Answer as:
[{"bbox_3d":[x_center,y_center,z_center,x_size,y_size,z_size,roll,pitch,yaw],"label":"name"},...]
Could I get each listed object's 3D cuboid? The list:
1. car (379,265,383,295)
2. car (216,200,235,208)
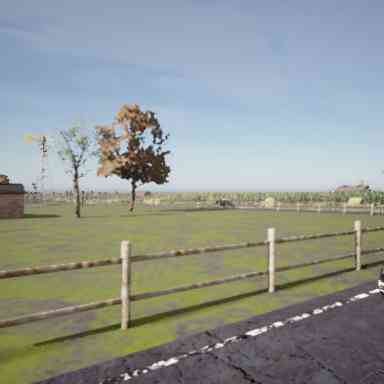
[{"bbox_3d":[6.041,1.547,7.376,4.892,1.490,1.837,0,0,-35],"label":"car"},{"bbox_3d":[6.840,2.364,68.386,1.837,1.490,4.892,0,-1,-34],"label":"car"}]
